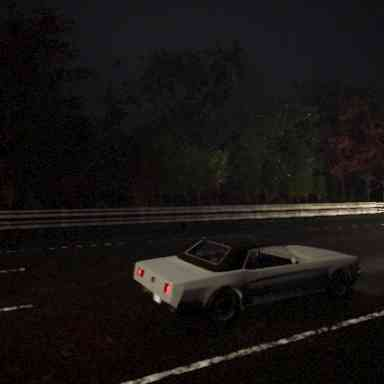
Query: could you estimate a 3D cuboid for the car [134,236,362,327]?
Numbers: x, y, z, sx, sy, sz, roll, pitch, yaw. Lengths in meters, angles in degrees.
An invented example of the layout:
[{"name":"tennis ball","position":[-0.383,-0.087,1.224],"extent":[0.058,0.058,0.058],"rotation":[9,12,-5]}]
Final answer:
[{"name":"car","position":[1.323,1.599,6.965],"extent":[4.718,1.301,1.895],"rotation":[0,0,-28]}]
